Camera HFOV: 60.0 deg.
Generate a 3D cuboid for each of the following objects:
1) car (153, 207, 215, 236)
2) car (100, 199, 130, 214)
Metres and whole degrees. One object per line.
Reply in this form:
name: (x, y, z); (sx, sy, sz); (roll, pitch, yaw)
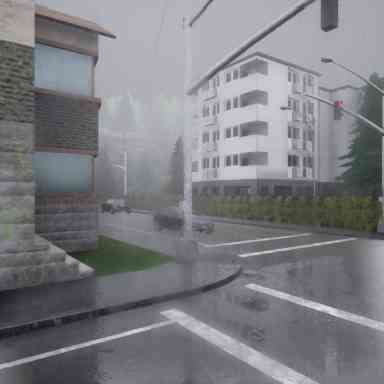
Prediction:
car: (-0.590, 1.680, 19.792); (1.837, 1.490, 4.892); (0, 0, -35)
car: (-8.748, 1.528, 37.622); (2.097, 1.767, 4.553); (0, 0, -35)
